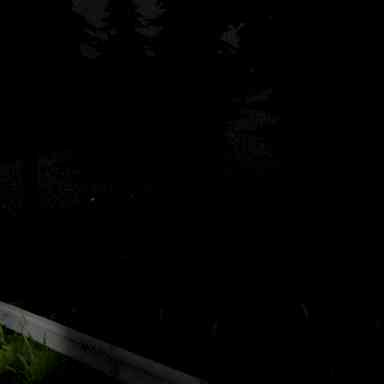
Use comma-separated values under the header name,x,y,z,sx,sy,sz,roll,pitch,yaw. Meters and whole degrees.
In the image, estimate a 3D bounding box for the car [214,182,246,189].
name,x,y,z,sx,sy,sz,roll,pitch,yaw
car,4.429,-0.296,37.664,5.008,1.535,1.882,-4,1,-6

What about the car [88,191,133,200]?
name,x,y,z,sx,sy,sz,roll,pitch,yaw
car,-8.139,0.585,32.966,4.553,1.767,2.097,-5,3,-29

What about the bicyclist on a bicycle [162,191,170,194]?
name,x,y,z,sx,sy,sz,roll,pitch,yaw
bicyclist on a bicycle,-2.220,0.265,28.834,0.582,1.620,1.656,1,4,-28
